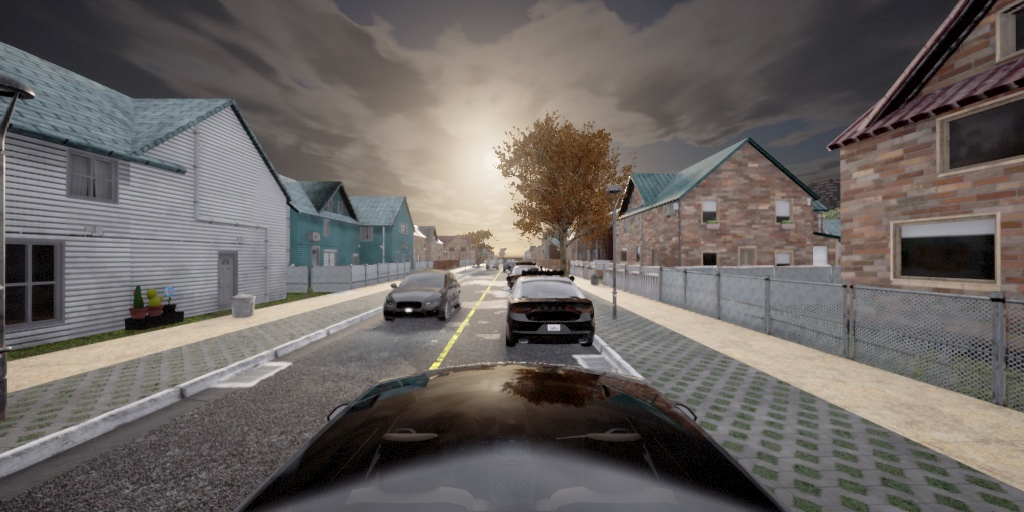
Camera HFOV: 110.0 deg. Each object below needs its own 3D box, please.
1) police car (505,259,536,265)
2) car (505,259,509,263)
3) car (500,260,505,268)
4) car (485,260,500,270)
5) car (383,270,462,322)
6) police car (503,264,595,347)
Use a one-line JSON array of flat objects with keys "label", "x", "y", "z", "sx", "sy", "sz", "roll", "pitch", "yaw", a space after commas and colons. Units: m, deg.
[{"label": "police car", "x": 0.760, "y": 1.183, "z": 19.489, "sx": 1.930, "sy": 1.638, "sz": 5.238, "roll": 0, "pitch": 0, "yaw": 0}, {"label": "car", "x": 0.737, "y": 1.112, "z": 25.349, "sx": 2.097, "sy": 1.767, "sz": 4.553, "roll": 0, "pitch": 0, "yaw": 0}, {"label": "car", "x": -0.133, "y": 1.212, "z": 49.086, "sx": 2.097, "sy": 1.767, "sz": 4.553, "roll": 0, "pitch": 0, "yaw": 0}, {"label": "car", "x": -3.039, "y": 1.387, "z": 55.231, "sx": 2.128, "sy": 1.511, "sz": 4.902, "roll": 0, "pitch": 0, "yaw": 0}, {"label": "car", "x": -2.889, "y": 1.259, "z": 12.412, "sx": 1.837, "sy": 1.490, "sz": 4.892, "roll": 0, "pitch": 0, "yaw": 0}, {"label": "police car", "x": 0.798, "y": 1.178, "z": 9.489, "sx": 1.930, "sy": 1.638, "sz": 5.238, "roll": 0, "pitch": 0, "yaw": 0}]
